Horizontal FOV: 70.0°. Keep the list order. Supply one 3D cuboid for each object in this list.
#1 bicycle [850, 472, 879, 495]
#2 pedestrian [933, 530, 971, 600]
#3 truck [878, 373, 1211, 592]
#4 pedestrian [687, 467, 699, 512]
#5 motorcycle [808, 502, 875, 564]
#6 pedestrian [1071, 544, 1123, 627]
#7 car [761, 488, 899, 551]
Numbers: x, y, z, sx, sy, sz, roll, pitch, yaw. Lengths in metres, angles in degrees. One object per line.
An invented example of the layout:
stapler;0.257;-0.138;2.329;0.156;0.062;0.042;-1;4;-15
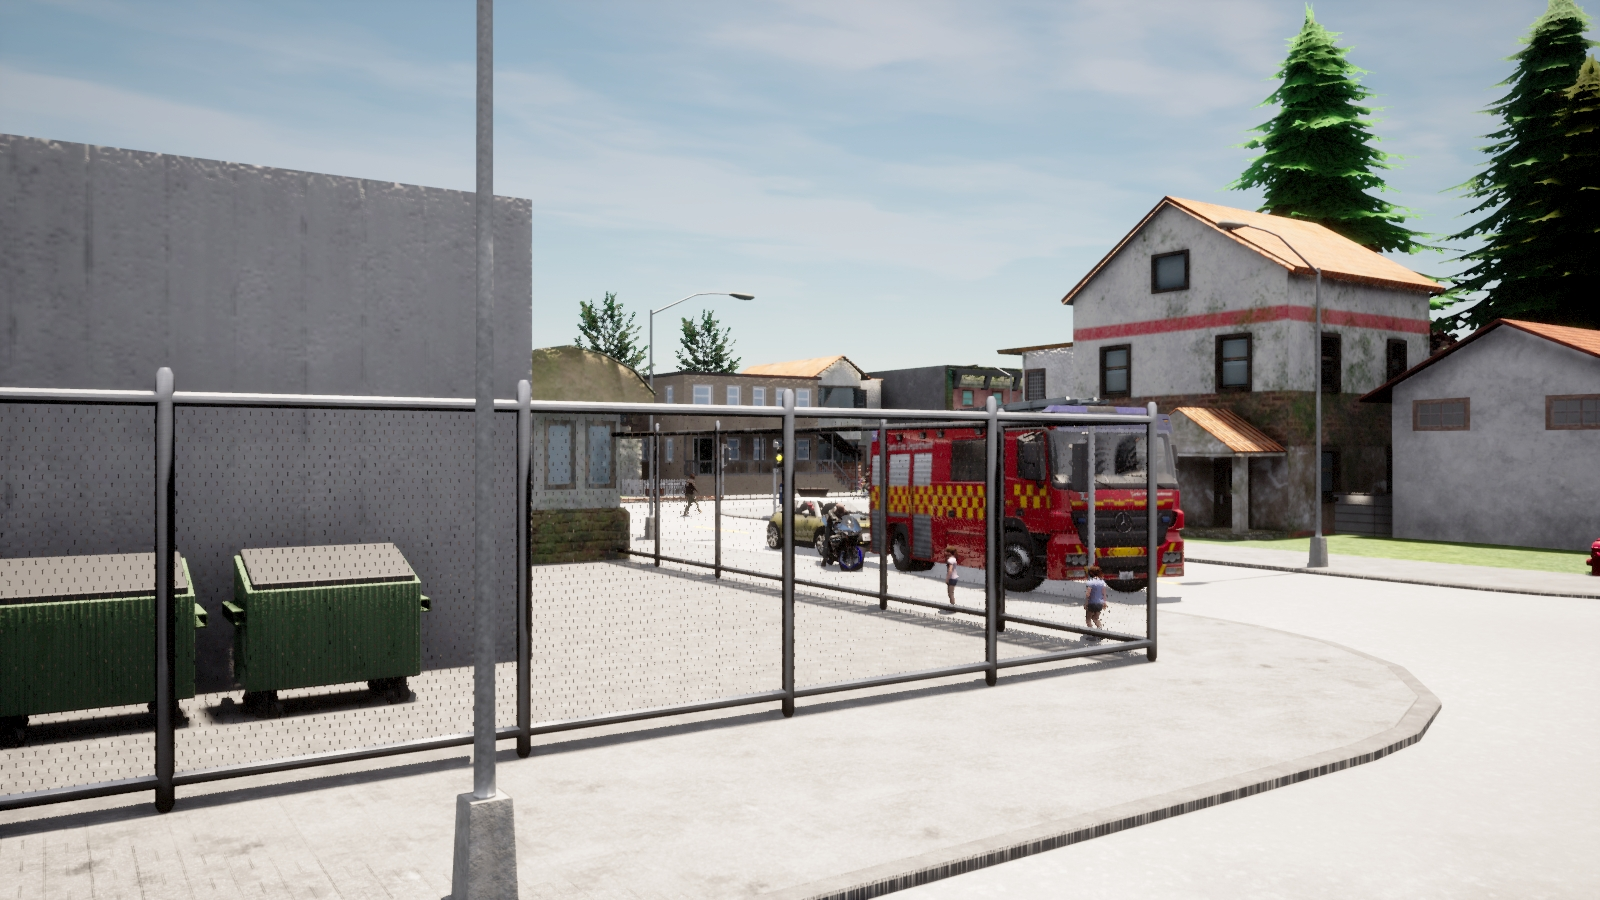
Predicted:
bicycle;3.714;1.940;65.827;1.835;1.271;0.329;0;0;-33
pedestrian;2.518;1.895;18.950;0.500;1.100;0.500;0;0;25
truck;4.727;0.674;24.456;2.891;3.827;8.468;1;-1;-20
pedestrian;-4.487;1.628;47.770;0.375;1.860;0.375;0;0;-27
motorcycle;0.923;1.872;26.186;0.867;1.251;2.209;0;0;-17
pedestrian;4.186;1.896;16.092;0.500;1.100;0.500;0;0;-31
car;0.752;1.845;31.311;1.970;1.475;3.806;0;0;-33
